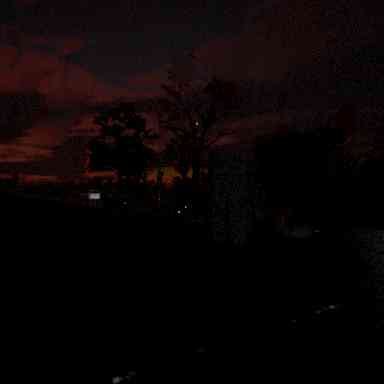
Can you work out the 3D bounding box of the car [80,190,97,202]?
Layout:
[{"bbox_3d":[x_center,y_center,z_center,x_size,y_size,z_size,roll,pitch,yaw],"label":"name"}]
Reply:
[{"bbox_3d":[-17.620,0.634,57.676,2.150,2.045,5.566,0,1,-35],"label":"car"}]

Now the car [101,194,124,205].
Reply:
[{"bbox_3d":[-11.919,1.065,49.604,1.812,1.442,4.674,0,1,-34],"label":"car"}]

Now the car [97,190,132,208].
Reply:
[{"bbox_3d":[-9.353,0.860,40.867,2.150,2.045,5.566,0,1,-35],"label":"car"}]

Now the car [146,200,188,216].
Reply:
[{"bbox_3d":[-2.364,1.396,30.831,1.895,1.301,4.718,0,1,-35],"label":"car"}]

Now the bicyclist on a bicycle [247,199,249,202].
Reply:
[{"bbox_3d":[4.998,1.322,30.730,1.656,1.620,0.582,0,1,-35],"label":"bicyclist on a bicycle"}]

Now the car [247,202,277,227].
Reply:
[{"bbox_3d":[3.464,1.400,22.476,1.882,1.535,5.008,0,1,-35],"label":"car"}]
